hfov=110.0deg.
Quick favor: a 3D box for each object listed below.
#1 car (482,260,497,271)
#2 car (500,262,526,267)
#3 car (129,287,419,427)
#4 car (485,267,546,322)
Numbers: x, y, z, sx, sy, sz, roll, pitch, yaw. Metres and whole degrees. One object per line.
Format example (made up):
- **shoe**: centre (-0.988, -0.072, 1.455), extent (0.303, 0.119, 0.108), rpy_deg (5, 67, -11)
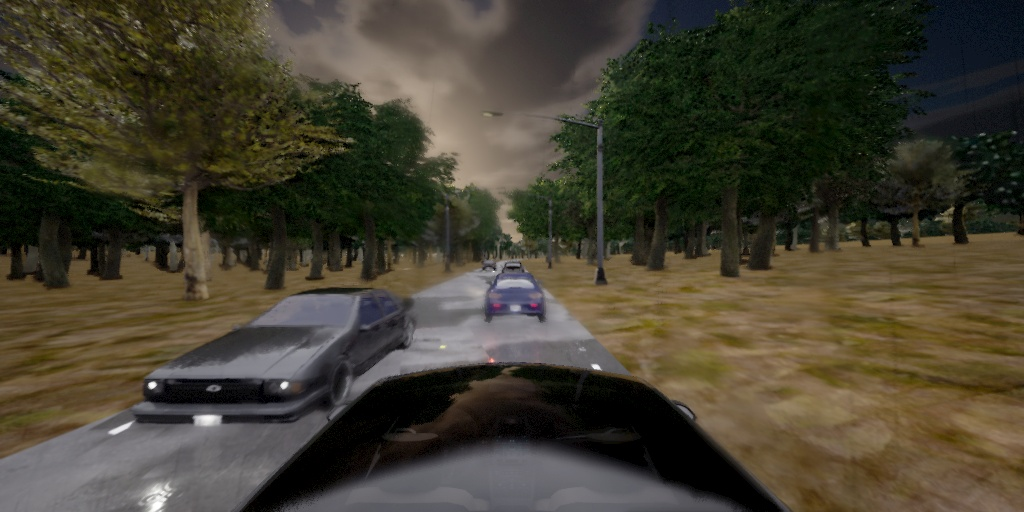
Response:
- **car**: centre (-3.081, 1.247, 49.330), extent (2.033, 1.411, 5.357), rpy_deg (0, 0, 0)
- **car**: centre (0.101, 1.212, 29.949), extent (1.837, 1.490, 4.892), rpy_deg (0, 0, 0)
- **car**: centre (-3.101, 1.287, 6.315), extent (2.033, 1.411, 5.357), rpy_deg (0, 0, 0)
- **car**: centre (0.099, 1.254, 12.082), extent (1.812, 1.442, 4.674), rpy_deg (0, 0, 0)
